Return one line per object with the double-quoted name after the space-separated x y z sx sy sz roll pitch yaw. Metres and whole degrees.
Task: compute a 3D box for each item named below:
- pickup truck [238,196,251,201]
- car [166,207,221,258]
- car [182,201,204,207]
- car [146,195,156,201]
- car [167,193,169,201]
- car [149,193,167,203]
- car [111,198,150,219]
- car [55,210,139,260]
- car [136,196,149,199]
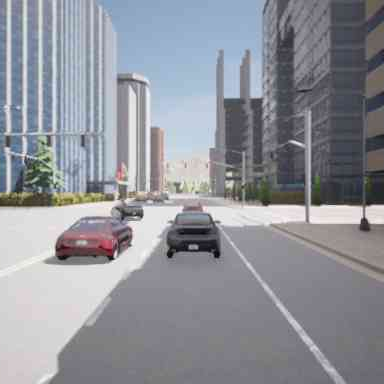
13.119 1.087 79.641 2.390 2.098 6.274 0 0 31 "pickup truck"
0.065 1.507 12.793 1.837 1.490 4.892 0 -1 0 "car"
0.073 1.536 29.960 1.812 1.442 4.674 0 0 0 "car"
-10.502 1.578 84.582 1.994 1.385 4.181 0 0 0 "car"
-7.002 1.250 84.550 2.150 2.045 5.566 0 0 0 "car"
-7.002 1.379 69.022 2.097 1.767 4.553 0 0 0 "car"
-5.645 1.502 28.517 2.128 1.511 4.902 0 0 -27 "car"
-3.439 1.566 12.425 1.994 1.385 4.181 0 0 1 "car"
-10.502 1.502 68.999 1.882 1.535 5.008 0 0 0 "car"
